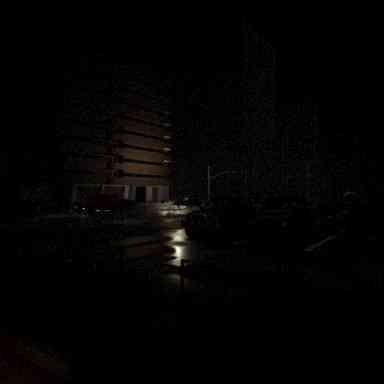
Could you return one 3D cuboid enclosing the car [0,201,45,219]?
[{"bbox_3d":[-15.447,1.564,28.718,1.994,1.385,4.181,0,0,34],"label":"car"}]

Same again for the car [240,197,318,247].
[{"bbox_3d":[3.874,1.156,14.361,1.905,1.878,3.866,0,0,34],"label":"car"}]

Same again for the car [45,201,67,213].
[{"bbox_3d":[-15.364,1.601,35.121,1.895,1.301,4.718,0,0,34],"label":"car"}]

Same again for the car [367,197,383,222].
[{"bbox_3d":[15.898,1.395,27.316,1.970,1.475,3.806,0,0,34],"label":"car"}]

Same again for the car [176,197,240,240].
[{"bbox_3d":[1.507,1.153,16.027,1.932,1.855,4.605,0,0,34],"label":"car"}]

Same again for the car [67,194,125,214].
[{"bbox_3d":[-10.343,1.217,36.320,2.150,2.045,5.566,0,1,34],"label":"car"}]

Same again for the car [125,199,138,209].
[{"bbox_3d":[-9.495,1.547,43.862,2.033,1.411,5.357,0,0,34],"label":"car"}]

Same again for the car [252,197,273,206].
[{"bbox_3d":[12.051,1.526,56.779,1.812,1.442,4.674,0,0,34],"label":"car"}]

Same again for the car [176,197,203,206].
[{"bbox_3d":[-0.370,1.551,57.291,2.033,1.411,5.357,0,0,34],"label":"car"}]

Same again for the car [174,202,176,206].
[{"bbox_3d":[-0.514,1.547,50.882,2.033,1.411,5.357,0,0,34],"label":"car"}]
